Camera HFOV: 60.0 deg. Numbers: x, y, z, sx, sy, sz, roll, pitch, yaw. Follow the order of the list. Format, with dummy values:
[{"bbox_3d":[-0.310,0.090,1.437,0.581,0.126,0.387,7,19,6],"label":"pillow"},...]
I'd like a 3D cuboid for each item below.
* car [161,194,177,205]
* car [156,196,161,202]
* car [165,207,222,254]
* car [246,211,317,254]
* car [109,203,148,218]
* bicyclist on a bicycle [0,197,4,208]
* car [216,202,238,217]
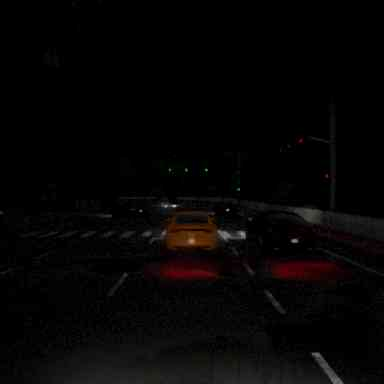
[{"bbox_3d":[-4.105,1.380,63.741,2.150,2.045,5.566,0,0,0],"label":"car"},{"bbox_3d":[-7.111,1.740,79.548,2.033,1.411,5.357,0,0,-25],"label":"car"},{"bbox_3d":[-0.026,1.511,13.716,1.882,1.535,5.008,0,0,0],"label":"car"},{"bbox_3d":[3.474,1.508,13.752,1.882,1.535,5.008,0,0,0],"label":"car"},{"bbox_3d":[-5.993,1.679,31.217,1.994,1.385,4.181,0,0,-44],"label":"car"},{"bbox_3d":[-26.298,1.493,45.652,0.582,1.620,1.656,0,0,-1],"label":"bicyclist on a bicycle"},{"bbox_3d":[3.308,1.645,32.887,1.994,1.385,4.181,0,0,0],"label":"car"}]
